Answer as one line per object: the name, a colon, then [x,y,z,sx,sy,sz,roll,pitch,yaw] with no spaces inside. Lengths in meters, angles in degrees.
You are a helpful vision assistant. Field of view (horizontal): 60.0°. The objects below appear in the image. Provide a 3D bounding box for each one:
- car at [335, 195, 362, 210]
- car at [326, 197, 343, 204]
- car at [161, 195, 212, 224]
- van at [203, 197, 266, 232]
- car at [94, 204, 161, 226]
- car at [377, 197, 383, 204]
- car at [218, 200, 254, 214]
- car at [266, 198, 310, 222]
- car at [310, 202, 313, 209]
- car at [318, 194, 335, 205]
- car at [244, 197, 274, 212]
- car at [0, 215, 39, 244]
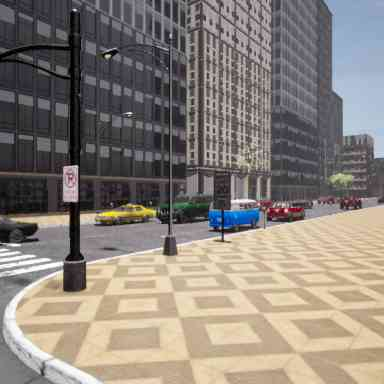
car: [21.274,1.368,44.462,2.192,1.841,5.009,0,0,38]
car: [28.665,1.624,66.884,2.008,1.369,4.403,0,0,38]
car: [-0.323,1.242,25.403,2.150,2.045,5.566,0,0,38]
van: [2.672,1.368,20.247,1.690,1.788,3.998,0,0,38]
car: [-4.708,1.540,23.980,1.752,1.417,4.829,0,0,38]
car: [38.301,1.658,66.460,1.947,1.339,4.313,0,0,38]
car: [4.827,1.571,36.086,1.887,1.381,4.507,0,0,38]
car: [7.652,1.472,26.862,1.967,1.590,4.097,0,0,38]
car: [14.532,1.643,44.478,1.895,1.301,4.718,0,0,38]
car: [25.260,1.381,62.485,2.192,1.841,5.009,0,0,38]
car: [8.232,1.471,40.486,1.967,1.590,4.097,0,0,38]
car: [-9.187,1.611,13.969,1.895,1.301,4.718,0,0,38]
